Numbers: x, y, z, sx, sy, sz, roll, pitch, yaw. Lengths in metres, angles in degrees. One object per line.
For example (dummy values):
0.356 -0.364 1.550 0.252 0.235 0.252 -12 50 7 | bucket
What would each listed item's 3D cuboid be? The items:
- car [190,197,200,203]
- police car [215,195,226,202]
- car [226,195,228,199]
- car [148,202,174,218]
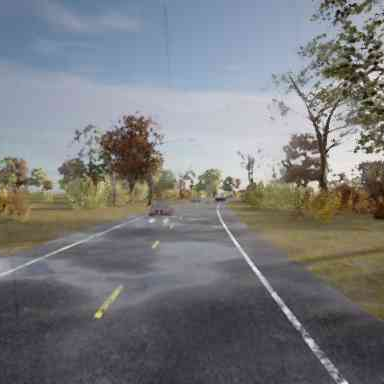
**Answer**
0.733 1.729 71.797 1.994 1.385 4.181 0 0 6 | car
6.990 1.685 84.897 1.930 1.638 5.238 0 0 8 | police car
8.421 1.796 94.638 1.882 1.535 5.008 0 0 9 | car
-2.765 1.605 30.774 1.994 1.385 4.181 0 0 3 | car
